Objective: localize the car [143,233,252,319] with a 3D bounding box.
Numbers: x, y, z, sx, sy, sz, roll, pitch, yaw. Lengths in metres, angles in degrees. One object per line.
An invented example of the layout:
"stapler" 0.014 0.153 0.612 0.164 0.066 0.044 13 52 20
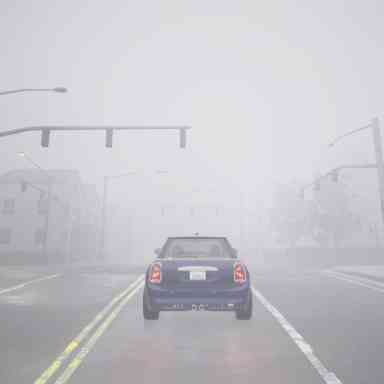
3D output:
"car" 0.107 1.810 8.260 2.097 1.767 4.553 0 -7 0
